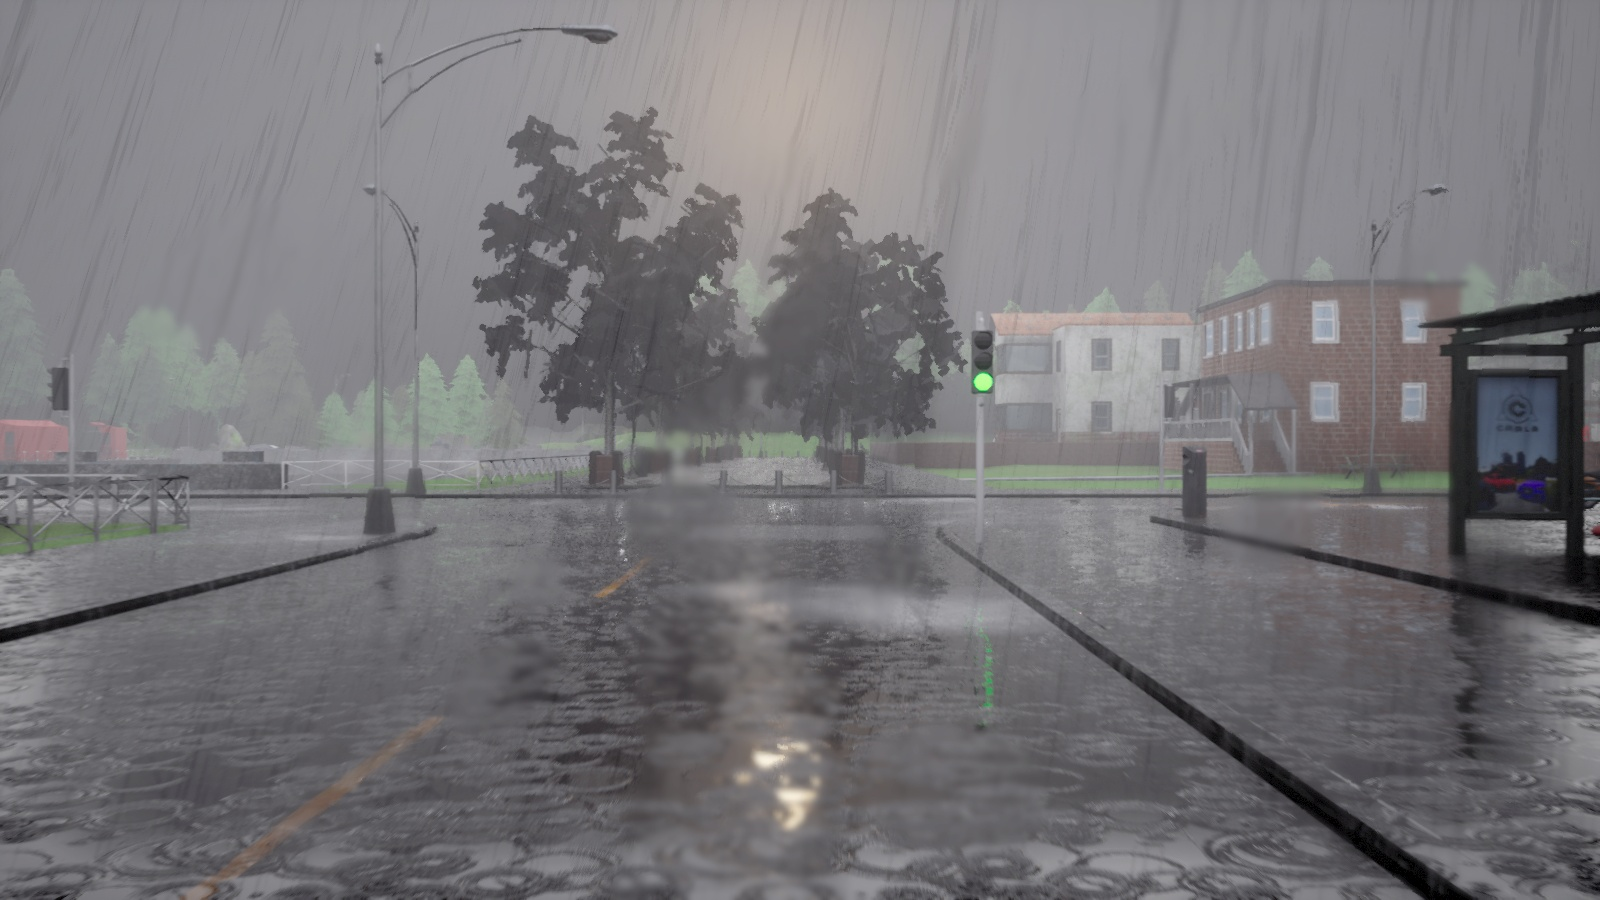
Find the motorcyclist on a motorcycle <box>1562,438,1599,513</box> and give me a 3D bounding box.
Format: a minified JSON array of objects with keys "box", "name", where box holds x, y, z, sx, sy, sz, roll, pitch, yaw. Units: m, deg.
[{"box":[18.225,0.555,27.693,2.350,1.649,0.766,0,0,0],"name":"motorcyclist on a motorcycle"}]
